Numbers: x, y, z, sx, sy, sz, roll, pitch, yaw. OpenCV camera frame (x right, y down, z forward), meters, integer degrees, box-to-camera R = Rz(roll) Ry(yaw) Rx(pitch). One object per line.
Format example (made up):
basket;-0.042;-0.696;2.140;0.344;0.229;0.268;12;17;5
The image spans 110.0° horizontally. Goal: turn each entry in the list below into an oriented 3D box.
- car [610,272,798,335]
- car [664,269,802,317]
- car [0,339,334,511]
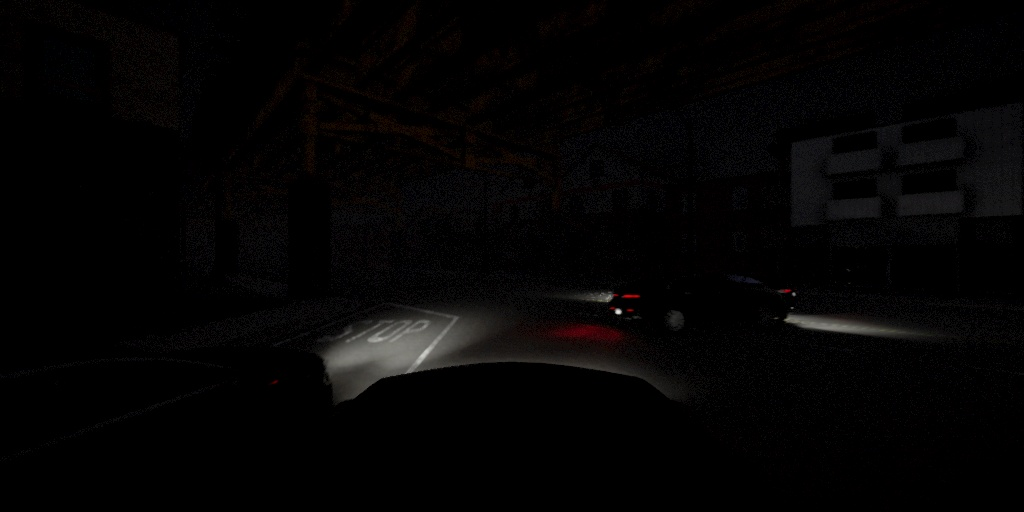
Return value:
car;5.241;1.243;10.140;4.892;1.490;1.837;0;-5;-12
car;8.359;1.293;13.834;1.994;1.385;4.181;0;0;-45
car;-3.014;1.241;2.023;2.128;1.511;4.902;0;0;5
